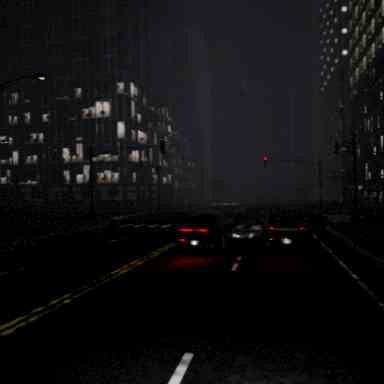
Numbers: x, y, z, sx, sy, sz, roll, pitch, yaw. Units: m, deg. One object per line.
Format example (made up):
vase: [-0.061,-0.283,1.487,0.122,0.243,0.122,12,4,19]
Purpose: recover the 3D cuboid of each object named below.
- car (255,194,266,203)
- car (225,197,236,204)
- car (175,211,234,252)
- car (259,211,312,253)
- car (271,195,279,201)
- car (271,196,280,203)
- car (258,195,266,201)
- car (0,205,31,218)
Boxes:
car: [15.510,1.458,75.315,2.150,2.045,5.566,-1,0,14]
car: [8.754,1.880,75.028,1.812,1.442,4.674,-1,0,14]
car: [0.654,1.595,14.424,1.837,1.490,4.892,-1,0,14]
car: [3.910,1.532,14.039,2.128,1.511,4.902,-1,0,14]
car: [21.429,1.620,85.850,1.994,1.385,4.181,-1,0,14]
car: [18.763,1.741,74.917,2.033,1.411,5.357,-1,0,14]
car: [18.271,1.595,86.621,1.882,1.535,5.008,-1,0,14]
car: [-18.189,1.921,33.059,4.313,1.339,1.947,0,0,15]
